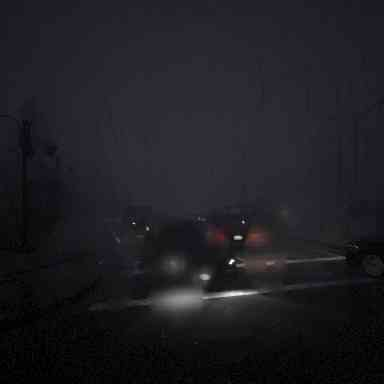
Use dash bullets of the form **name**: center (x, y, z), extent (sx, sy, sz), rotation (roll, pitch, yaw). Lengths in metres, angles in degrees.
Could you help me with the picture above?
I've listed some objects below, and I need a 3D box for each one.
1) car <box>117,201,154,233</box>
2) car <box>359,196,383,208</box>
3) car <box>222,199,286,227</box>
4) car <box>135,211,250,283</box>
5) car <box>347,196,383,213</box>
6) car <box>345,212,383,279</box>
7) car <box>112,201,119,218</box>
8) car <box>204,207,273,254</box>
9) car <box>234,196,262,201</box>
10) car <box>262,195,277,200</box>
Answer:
- **car**: center (-3.106, 1.529, 19.950), extent (2.033, 1.411, 5.357), rotation (0, 0, -17)
- **car**: center (23.893, 1.273, 43.200), extent (1.845, 1.501, 3.633), rotation (0, 0, -17)
- **car**: center (2.845, 1.467, 19.899), extent (5.357, 1.411, 2.033), rotation (-3, 1, -15)
- **car**: center (-0.370, 1.543, 10.116), extent (2.033, 1.411, 5.357), rotation (0, 0, -15)
- **car**: center (15.588, 1.356, 29.211), extent (1.970, 1.475, 3.806), rotation (0, 0, -17)
- **car**: center (6.532, 1.475, 8.247), extent (5.008, 1.535, 1.882), rotation (0, 0, 39)
- **car**: center (-6.269, 1.515, 30.101), extent (2.033, 1.411, 5.357), rotation (0, 0, -17)
- **car**: center (1.349, 1.538, 13.396), extent (2.033, 1.411, 5.357), rotation (0, 0, -4)
- **car**: center (7.347, 1.287, 46.166), extent (2.007, 1.523, 4.514), rotation (0, 0, -17)
- **car**: center (10.335, 1.277, 47.123), extent (2.152, 1.636, 5.027), rotation (0, 0, -17)
